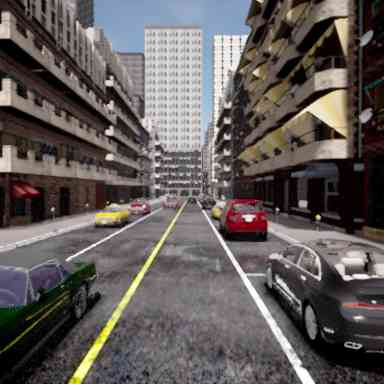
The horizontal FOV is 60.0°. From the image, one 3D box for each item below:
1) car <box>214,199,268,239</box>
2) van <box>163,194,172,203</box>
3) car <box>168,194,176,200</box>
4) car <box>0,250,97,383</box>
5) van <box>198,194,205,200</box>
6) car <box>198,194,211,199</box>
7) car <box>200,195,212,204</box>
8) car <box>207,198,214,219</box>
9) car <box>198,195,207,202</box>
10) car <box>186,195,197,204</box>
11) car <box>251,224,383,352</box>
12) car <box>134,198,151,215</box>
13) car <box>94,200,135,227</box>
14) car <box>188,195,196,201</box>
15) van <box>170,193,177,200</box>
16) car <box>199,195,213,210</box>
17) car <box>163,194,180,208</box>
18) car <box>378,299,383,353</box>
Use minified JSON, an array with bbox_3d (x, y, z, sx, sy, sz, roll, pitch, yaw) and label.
[{"bbox_3d":[2.546,1.314,17.261,2.192,1.841,5.009,-1,0,0],"label":"car"},{"bbox_3d":[-5.356,1.329,72.729,1.690,1.788,3.998,-1,0,0],"label":"van"},{"bbox_3d":[-5.361,1.422,89.376,1.967,1.590,4.097,-1,0,0],"label":"car"},{"bbox_3d":[-2.853,1.600,4.529,1.895,1.301,4.718,0,0,0],"label":"car"},{"bbox_3d":[2.518,1.323,89.399,1.690,1.788,3.998,-1,0,0],"label":"van"},{"bbox_3d":[2.531,1.308,56.104,2.192,1.841,5.009,-1,0,0],"label":"car"},{"bbox_3d":[2.530,1.431,61.653,1.967,1.590,4.097,-1,0,0],"label":"car"},{"bbox_3d":[2.544,1.523,28.529,1.752,1.417,4.829,-1,0,0],"label":"car"},{"bbox_3d":[2.524,1.426,78.300,1.967,1.590,4.097,-1,0,0],"label":"car"},{"bbox_3d":[-0.026,1.516,63.213,1.812,1.442,4.674,0,0,0],"label":"car"},{"bbox_3d":[2.553,1.550,6.163,2.008,1.369,4.403,-1,0,0],"label":"car"},{"bbox_3d":[-5.339,1.437,33.885,1.967,1.590,4.097,-1,0,0],"label":"car"},{"bbox_3d":[-5.334,1.524,22.617,1.752,1.417,4.829,-1,0,0],"label":"car"},{"bbox_3d":[-0.030,1.425,76.694,1.895,1.301,4.718,0,0,0],"label":"car"},{"bbox_3d":[-5.364,1.321,94.925,1.690,1.788,3.998,-1,0,0],"label":"van"},{"bbox_3d":[2.212,1.499,43.700,1.837,1.490,4.892,0,0,0],"label":"car"},{"bbox_3d":[-2.852,1.346,46.439,2.097,1.767,4.553,0,0,0],"label":"car"},{"bbox_3d":[2.555,1.566,0.614,1.947,1.339,4.313,-1,0,0],"label":"car"}]
